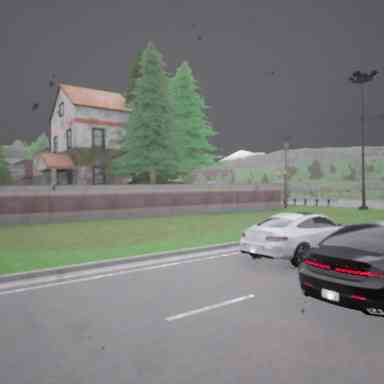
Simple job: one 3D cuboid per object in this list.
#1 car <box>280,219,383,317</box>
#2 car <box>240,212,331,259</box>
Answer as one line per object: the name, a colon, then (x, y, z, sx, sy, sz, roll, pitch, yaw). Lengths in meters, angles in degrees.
car: (4.190, 1.364, 6.737, 4.892, 1.490, 1.837, -1, 1, -35)
car: (3.571, 1.353, 10.586, 4.674, 1.442, 1.812, -1, 1, -35)
